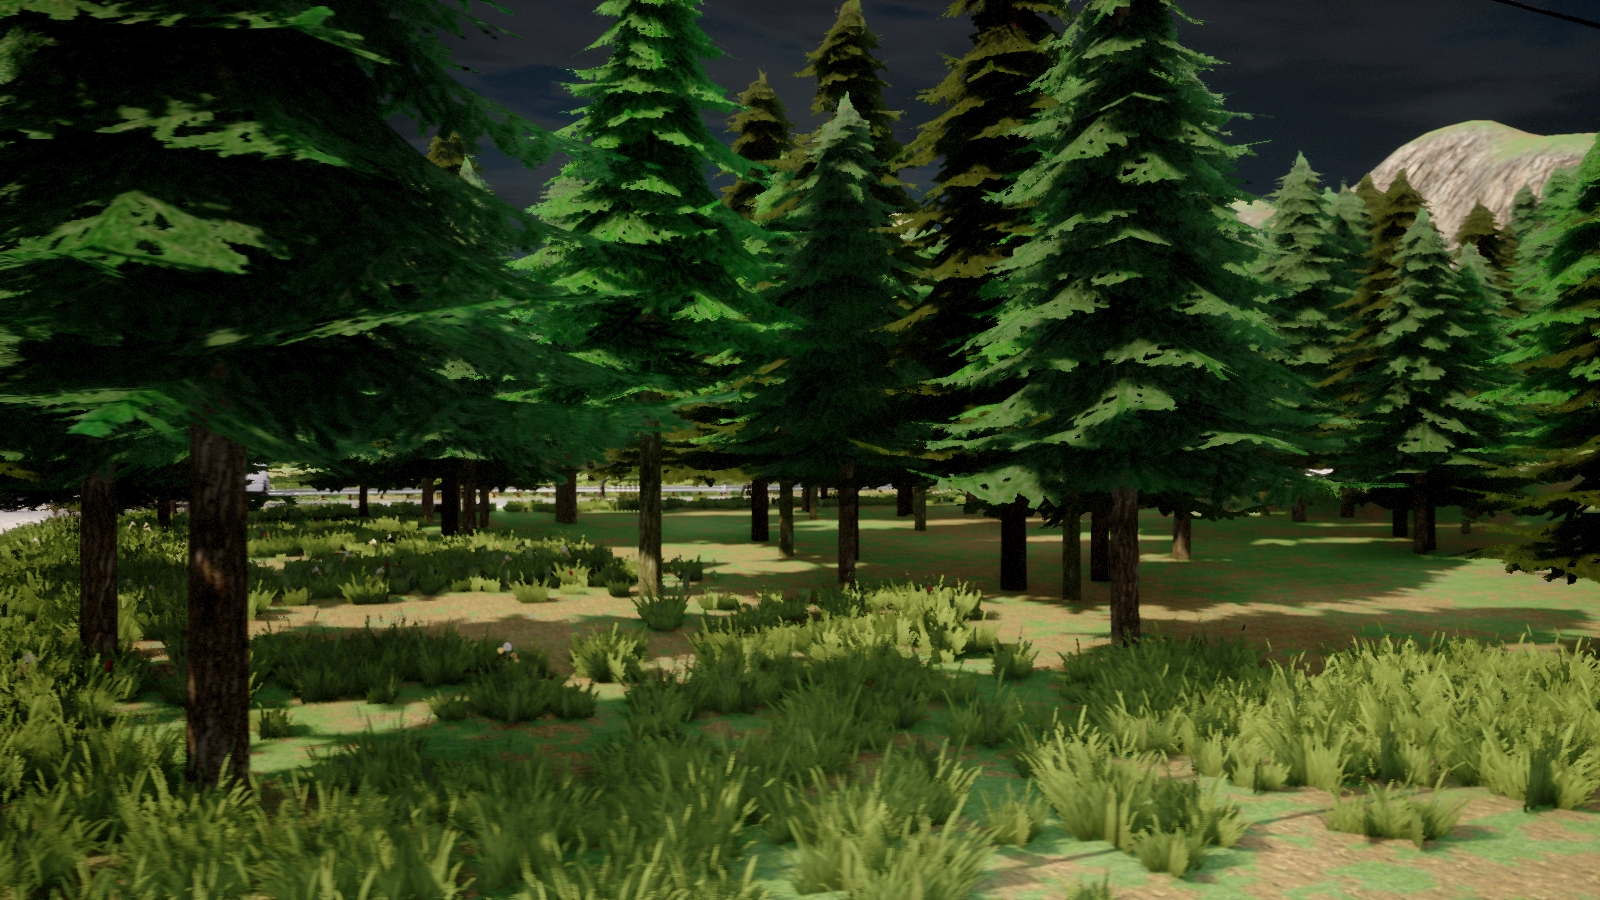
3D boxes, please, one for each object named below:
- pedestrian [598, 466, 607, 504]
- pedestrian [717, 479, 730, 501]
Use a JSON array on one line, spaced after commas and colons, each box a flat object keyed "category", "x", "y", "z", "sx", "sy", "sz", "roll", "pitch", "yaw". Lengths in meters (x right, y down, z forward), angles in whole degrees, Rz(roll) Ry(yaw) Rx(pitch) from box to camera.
[{"category": "pedestrian", "x": -9.644, "y": 1.693, "z": 55.912, "sx": 0.375, "sy": 1.860, "sz": 0.375, "roll": 0, "pitch": 0, "yaw": -20}, {"category": "pedestrian", "x": -3.979, "y": 2.074, "z": 59.444, "sx": 0.500, "sy": 1.100, "sz": 0.500, "roll": 0, "pitch": 0, "yaw": -34}]
